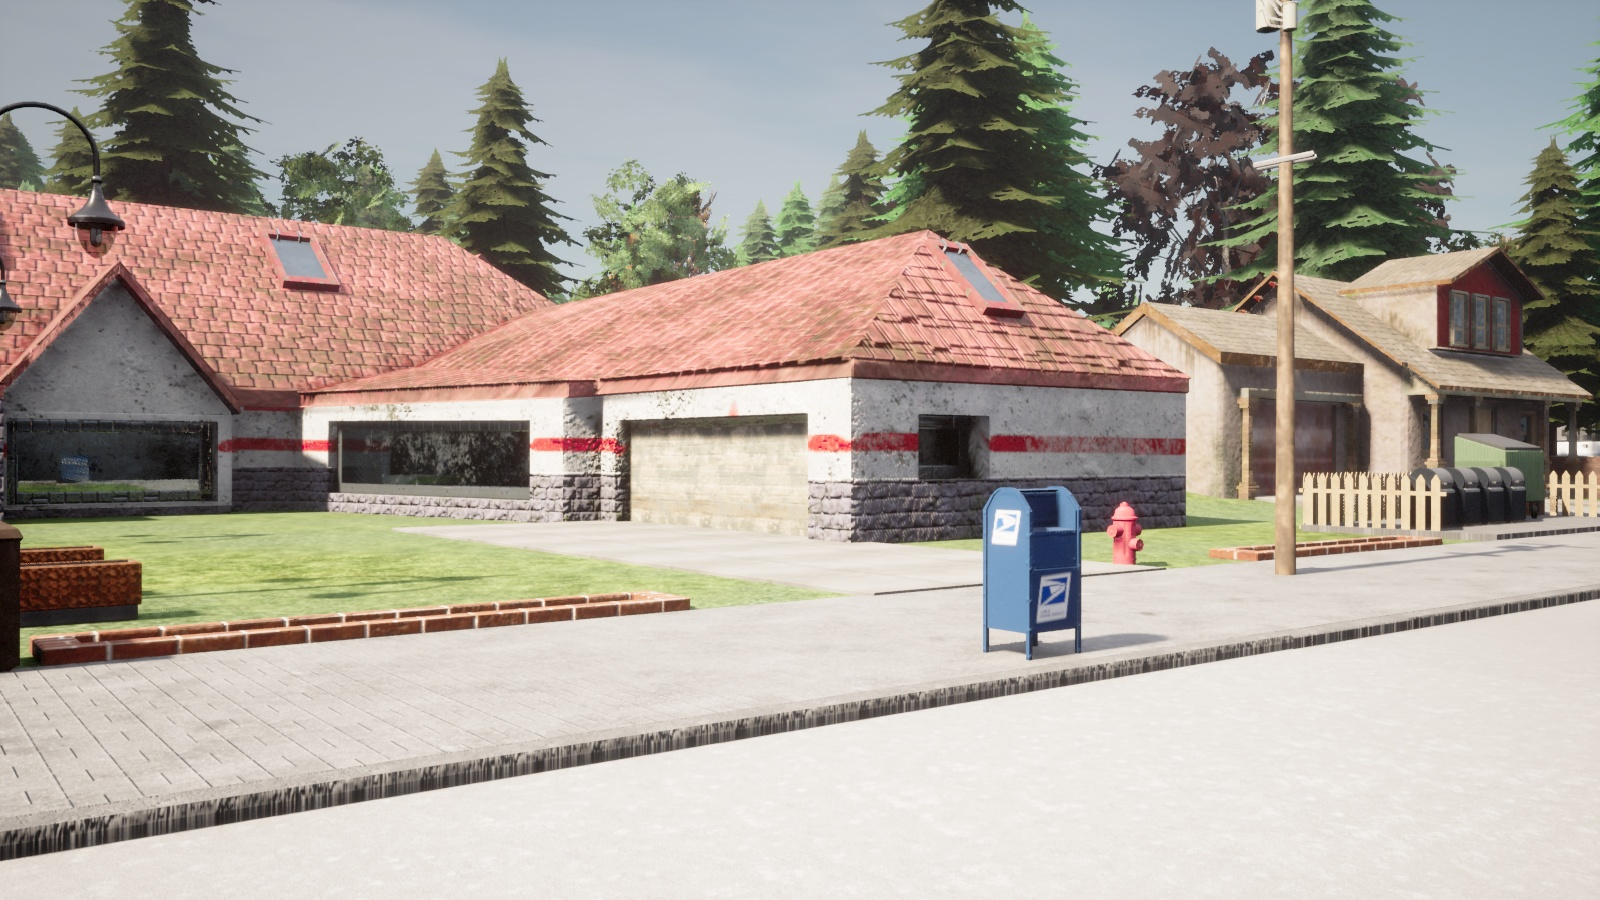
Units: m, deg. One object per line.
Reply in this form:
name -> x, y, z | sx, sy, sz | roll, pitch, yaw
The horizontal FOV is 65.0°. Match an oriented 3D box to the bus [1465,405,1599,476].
bus -> 47.498, -0.542, 77.920 | 3.944, 4.253, 10.273 | 0, 0, -37
